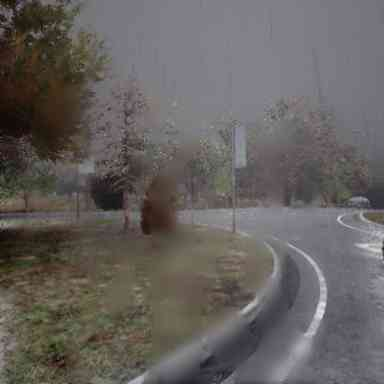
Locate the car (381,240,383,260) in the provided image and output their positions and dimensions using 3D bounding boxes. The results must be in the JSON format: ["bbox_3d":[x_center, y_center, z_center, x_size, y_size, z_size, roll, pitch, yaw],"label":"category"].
[{"bbox_3d":[5.761,1.413,7.317,2.033,1.411,5.357,-1,1,18],"label":"car"}]

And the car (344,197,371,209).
[{"bbox_3d":[21.391,1.397,42.925,4.892,1.490,1.837,3,-2,-40],"label":"car"}]
